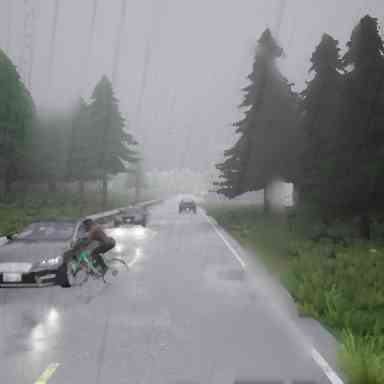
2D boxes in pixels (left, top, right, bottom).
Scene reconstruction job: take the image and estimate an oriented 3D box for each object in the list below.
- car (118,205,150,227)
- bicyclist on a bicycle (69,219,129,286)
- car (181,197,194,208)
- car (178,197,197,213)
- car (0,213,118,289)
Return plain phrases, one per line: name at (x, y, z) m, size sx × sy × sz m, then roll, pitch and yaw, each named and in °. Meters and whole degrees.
car at (-3.948, 1.564, 22.407) m, size 1.994 × 1.385 × 4.181 m, roll 0°, pitch 0°, yaw -1°
bicyclist on a bicycle at (-2.321, 1.469, 7.936) m, size 1.656 × 1.620 × 0.582 m, roll 0°, pitch 0°, yaw -2°
car at (-0.714, 1.477, 49.360) m, size 1.882 × 1.535 × 5.008 m, roll 0°, pitch 0°, yaw -1°
car at (-0.505, 1.506, 37.284) m, size 1.837 × 1.490 × 4.892 m, roll 0°, pitch 0°, yaw -1°
car at (-3.739, 1.489, 9.309) m, size 2.128 × 1.511 × 4.902 m, roll 0°, pitch 0°, yaw -1°
